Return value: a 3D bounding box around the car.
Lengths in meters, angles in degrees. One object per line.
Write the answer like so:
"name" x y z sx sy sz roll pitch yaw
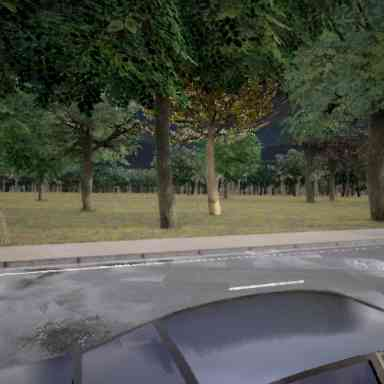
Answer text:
"car" 0.966 1.547 2.439 5.357 1.411 2.033 0 0 -19
